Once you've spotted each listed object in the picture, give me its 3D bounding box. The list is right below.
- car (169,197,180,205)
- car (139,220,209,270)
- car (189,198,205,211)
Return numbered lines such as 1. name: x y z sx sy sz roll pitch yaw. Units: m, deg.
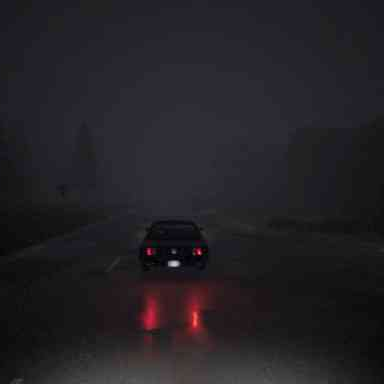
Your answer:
1. car: -3.256 1.662 61.959 1.837 1.490 4.892 1 0 -3
2. car: -0.586 1.583 10.972 1.895 1.301 4.718 0 0 -3
3. car: 0.589 1.596 43.566 1.816 1.474 4.193 -5 1 -5
